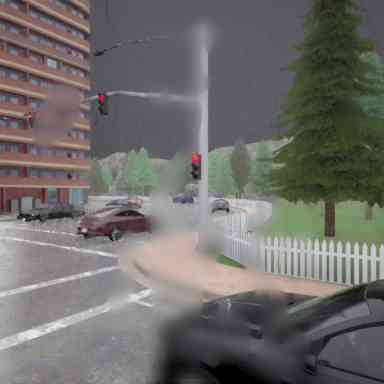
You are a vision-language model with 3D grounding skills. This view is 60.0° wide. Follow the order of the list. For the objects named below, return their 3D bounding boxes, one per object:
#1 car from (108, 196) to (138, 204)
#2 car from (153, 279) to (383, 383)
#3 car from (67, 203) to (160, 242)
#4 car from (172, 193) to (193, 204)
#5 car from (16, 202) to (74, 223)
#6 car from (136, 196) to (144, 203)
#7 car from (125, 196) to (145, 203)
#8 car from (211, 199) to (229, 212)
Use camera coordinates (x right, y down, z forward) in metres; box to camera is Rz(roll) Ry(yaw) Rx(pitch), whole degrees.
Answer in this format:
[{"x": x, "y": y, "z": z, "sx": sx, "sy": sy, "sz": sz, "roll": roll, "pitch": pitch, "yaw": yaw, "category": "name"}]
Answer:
[{"x": -7.797, "y": 1.492, "z": 35.386, "sx": 2.033, "sy": 1.411, "sz": 5.357, "roll": 0, "pitch": 0, "yaw": 7, "category": "car"}, {"x": 1.899, "y": 1.478, "z": 2.635, "sx": 5.008, "sy": 1.535, "sz": 1.882, "roll": 0, "pitch": 0, "yaw": 36, "category": "car"}, {"x": -3.451, "y": 1.468, "z": 16.239, "sx": 1.812, "sy": 1.442, "sz": 4.674, "roll": 0, "pitch": 0, "yaw": 30, "category": "car"}, {"x": -1.714, "y": 1.166, "z": 60.372, "sx": 2.150, "sy": 2.045, "sz": 5.566, "roll": 0, "pitch": 0, "yaw": -26, "category": "car"}, {"x": -10.616, "y": 1.492, "z": 25.567, "sx": 2.033, "sy": 1.411, "sz": 5.357, "roll": 0, "pitch": 0, "yaw": 24, "category": "car"}, {"x": -8.096, "y": 1.296, "z": 45.682, "sx": 2.097, "sy": 1.767, "sz": 4.553, "roll": 0, "pitch": 0, "yaw": -11, "category": "car"}, {"x": -11.783, "y": 1.470, "z": 68.722, "sx": 4.674, "sy": 1.442, "sz": 1.812, "roll": 0, "pitch": 0, "yaw": 44, "category": "car"}, {"x": 3.132, "y": 1.492, "z": 37.145, "sx": 2.033, "sy": 1.411, "sz": 5.357, "roll": 0, "pitch": 0, "yaw": 3, "category": "car"}]
